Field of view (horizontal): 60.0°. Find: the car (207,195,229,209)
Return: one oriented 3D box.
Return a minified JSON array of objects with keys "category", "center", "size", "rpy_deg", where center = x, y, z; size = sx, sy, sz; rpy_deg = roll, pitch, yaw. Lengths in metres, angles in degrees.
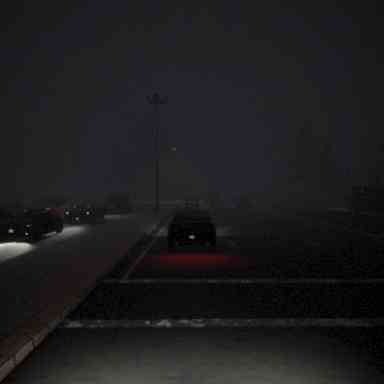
[{"category":"car","center":[3.497,1.519,45.476],"size":[1.994,1.385,4.181],"rpy_deg":[0,0,0]}]

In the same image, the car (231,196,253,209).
[{"category":"car","center":[6.997,1.307,45.446],"size":[2.097,1.767,4.553],"rpy_deg":[0,0,0]}]

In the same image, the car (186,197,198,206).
[{"category":"car","center":[-0.004,1.546,55.509],"size":[1.895,1.301,4.718],"rpy_deg":[0,0,0]}]

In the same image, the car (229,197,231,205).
[{"category":"car","center":[6.996,1.493,55.480],"size":[2.033,1.411,5.357],"rpy_deg":[0,0,0]}]

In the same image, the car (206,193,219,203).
[{"category":"car","center":[3.496,1.167,55.509],"size":[2.150,2.045,5.566],"rpy_deg":[0,0,0]}]

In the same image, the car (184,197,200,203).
[{"category":"car","center":[-0.003,1.447,45.059],"size":[2.128,1.511,4.902],"rpy_deg":[0,0,0]}]

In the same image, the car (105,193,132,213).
[{"category":"car","center":[-8.003,1.186,36.154],"size":[2.150,2.045,5.566],"rpy_deg":[0,0,0]}]

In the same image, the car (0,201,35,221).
[{"category":"car","center":[-15.002,1.537,27.519],"size":[1.994,1.385,4.181],"rpy_deg":[0,0,0]}]

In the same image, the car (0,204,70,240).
[{"category":"car","center":[-8.078,1.548,16.830],"size":[1.994,1.385,4.181],"rpy_deg":[0,0,0]}]

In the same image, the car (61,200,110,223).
[{"category":"car","center":[-8.030,1.576,25.584],"size":[1.895,1.301,4.718],"rpy_deg":[0,0,1]}]

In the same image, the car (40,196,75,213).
[{"category":"car","center":[-15.003,1.315,37.509],"size":[2.097,1.767,4.553],"rpy_deg":[0,0,0]}]

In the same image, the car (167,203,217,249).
[{"category":"car","center":[-0.001,1.464,14.449],"size":[1.882,1.535,5.008],"rpy_deg":[0,0,0]}]

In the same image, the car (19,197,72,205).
[{"category":"car","center":[-11.519,1.326,26.673],"size":[2.097,1.767,4.553],"rpy_deg":[0,0,0]}]

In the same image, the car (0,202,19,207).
[{"category":"car","center":[-11.573,1.460,17.636],"size":[1.882,1.535,5.008],"rpy_deg":[0,0,0]}]
